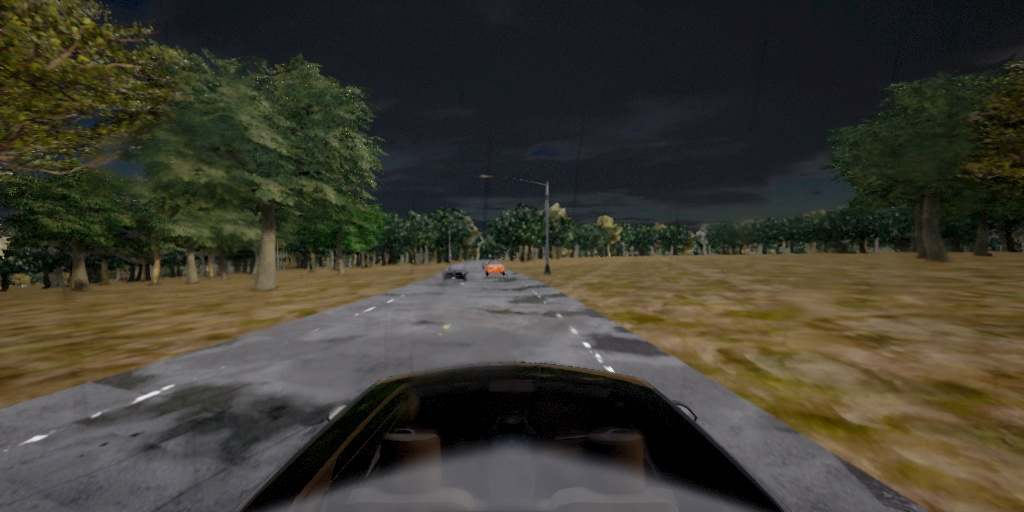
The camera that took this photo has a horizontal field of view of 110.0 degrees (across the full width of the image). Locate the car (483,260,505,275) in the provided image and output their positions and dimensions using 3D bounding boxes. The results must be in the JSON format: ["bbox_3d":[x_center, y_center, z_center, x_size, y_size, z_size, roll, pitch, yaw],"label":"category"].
[{"bbox_3d":[-2.037,1.275,41.728,2.097,1.767,4.553,0,0,-6],"label":"car"}]

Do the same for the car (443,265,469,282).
[{"bbox_3d":[-4.744,1.471,30.640,1.895,1.301,4.718,0,0,-4],"label":"car"}]
